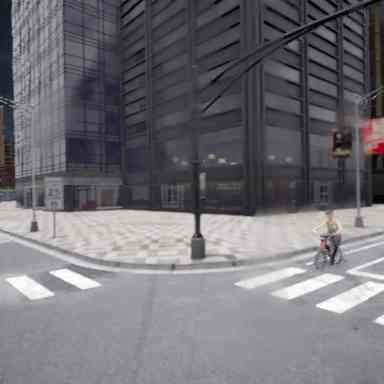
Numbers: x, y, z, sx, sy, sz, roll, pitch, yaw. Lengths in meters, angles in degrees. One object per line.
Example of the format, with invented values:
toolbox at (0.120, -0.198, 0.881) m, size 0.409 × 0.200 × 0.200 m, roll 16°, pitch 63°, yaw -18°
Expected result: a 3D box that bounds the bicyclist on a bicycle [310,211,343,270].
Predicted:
bicyclist on a bicycle at (3.939, 1.357, 9.578) m, size 1.509 × 1.612 × 0.866 m, roll -1°, pitch 0°, yaw -40°
